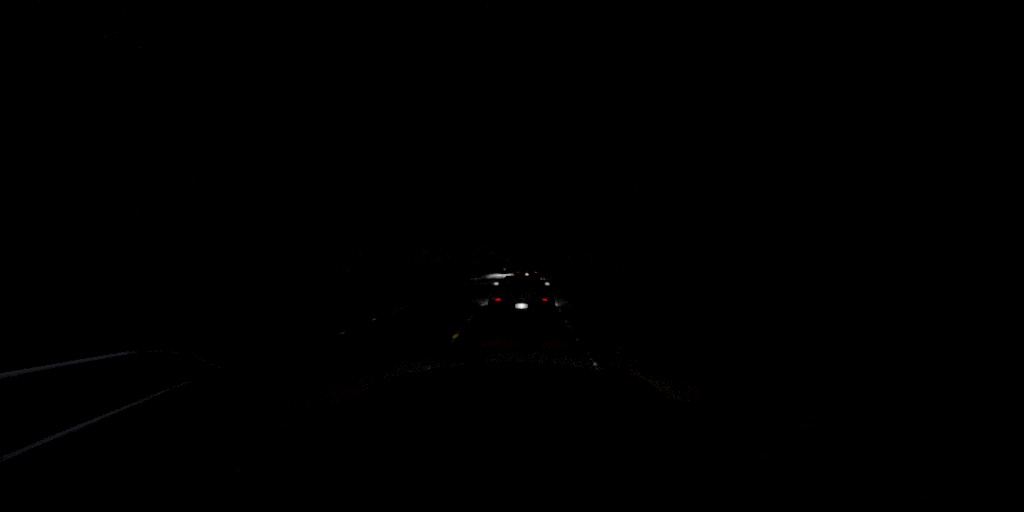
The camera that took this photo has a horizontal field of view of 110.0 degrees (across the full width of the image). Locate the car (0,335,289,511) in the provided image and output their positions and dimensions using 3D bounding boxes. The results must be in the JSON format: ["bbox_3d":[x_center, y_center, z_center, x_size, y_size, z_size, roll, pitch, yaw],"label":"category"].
[{"bbox_3d":[-3.064,1.236,1.407,2.128,1.511,4.902,0,0,0],"label":"car"}]

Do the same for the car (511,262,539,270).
[{"bbox_3d":[1.246,1.348,28.705,1.994,1.385,4.181,0,0,4],"label":"car"}]

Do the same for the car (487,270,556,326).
[{"bbox_3d":[0.315,1.327,11.723,1.994,1.385,4.181,0,0,2],"label":"car"}]

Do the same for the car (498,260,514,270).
[{"bbox_3d":[-0.537,1.288,43.210,2.128,1.511,4.902,0,0,7],"label":"car"}]
